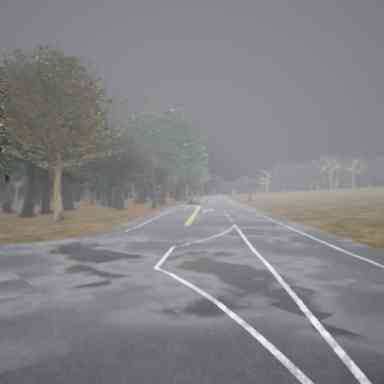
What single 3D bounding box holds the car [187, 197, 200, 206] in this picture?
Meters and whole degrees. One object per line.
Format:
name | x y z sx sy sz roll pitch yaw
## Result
car | 0.338 1.755 62.010 1.882 1.535 5.008 -1 0 8
